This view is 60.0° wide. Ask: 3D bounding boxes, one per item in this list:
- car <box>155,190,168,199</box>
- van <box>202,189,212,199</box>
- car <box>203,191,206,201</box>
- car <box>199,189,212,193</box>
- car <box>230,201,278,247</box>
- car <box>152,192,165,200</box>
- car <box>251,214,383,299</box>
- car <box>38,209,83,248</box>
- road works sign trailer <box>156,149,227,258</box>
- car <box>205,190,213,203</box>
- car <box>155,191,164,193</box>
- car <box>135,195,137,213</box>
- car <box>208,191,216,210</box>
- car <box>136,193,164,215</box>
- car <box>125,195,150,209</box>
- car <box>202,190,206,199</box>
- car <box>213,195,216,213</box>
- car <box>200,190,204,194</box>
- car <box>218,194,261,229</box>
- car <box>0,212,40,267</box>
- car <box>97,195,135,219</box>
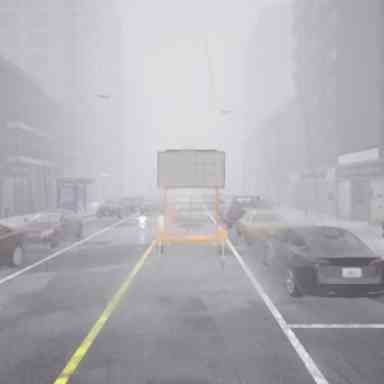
[{"bbox_3d":[-5.781,0.435,63.206,1.967,1.590,4.097,0,1,0],"label":"car"},{"bbox_3d":[2.745,0.336,63.225,1.690,1.788,3.998,0,1,0],"label":"van"},{"bbox_3d":[2.784,0.897,41.137,2.008,1.369,4.403,0,1,0],"label":"car"},{"bbox_3d":[2.755,0.398,57.702,2.192,1.841,5.009,0,1,0],"label":"car"},{"bbox_3d":[2.834,1.307,13.692,1.752,1.417,4.829,0,1,0],"label":"car"},{"bbox_3d":[-5.771,0.649,57.684,1.947,1.339,4.313,0,1,0],"label":"car"},{"bbox_3d":[2.844,1.438,8.000,1.947,1.339,4.313,0,1,0],"label":"car"},{"bbox_3d":[-5.692,1.366,13.489,1.802,1.307,4.206,0,1,0],"label":"car"},{"bbox_3d":[-0.022,0.274,11.880,2.380,3.560,2.880,0,1,0],"label":"road works sign trailer"},{"bbox_3d":[2.794,0.874,35.612,1.967,1.590,4.097,0,1,0],"label":"car"},{"bbox_3d":[-5.761,0.752,52.160,1.802,1.307,4.206,0,1,0],"label":"car"},{"bbox_3d":[-5.722,1.087,30.062,1.947,1.339,4.313,0,1,0],"label":"car"},{"bbox_3d":[2.804,0.961,30.089,1.967,1.590,4.097,0,1,0],"label":"car"},{"bbox_3d":[-3.156,1.083,27.781,1.812,1.442,4.674,0,1,0],"label":"car"},{"bbox_3d":[-5.731,0.999,35.586,1.947,1.339,4.313,0,1,0],"label":"car"},{"bbox_3d":[2.774,0.809,46.660,2.008,1.369,4.403,0,1,0],"label":"car"},{"bbox_3d":[2.813,1.132,24.738,1.752,1.417,4.829,0,1,0],"label":"car"},{"bbox_3d":[2.764,0.736,52.183,1.947,1.339,4.313,0,1,0],"label":"car"},{"bbox_3d":[2.824,1.012,19.041,2.192,1.841,5.009,0,1,0],"label":"car"},{"bbox_3d":[-5.682,1.416,7.965,1.887,1.381,4.507,0,1,0],"label":"car"},{"bbox_3d":[-5.712,1.154,24.537,1.887,1.381,4.507,0,1,0],"label":"car"}]
